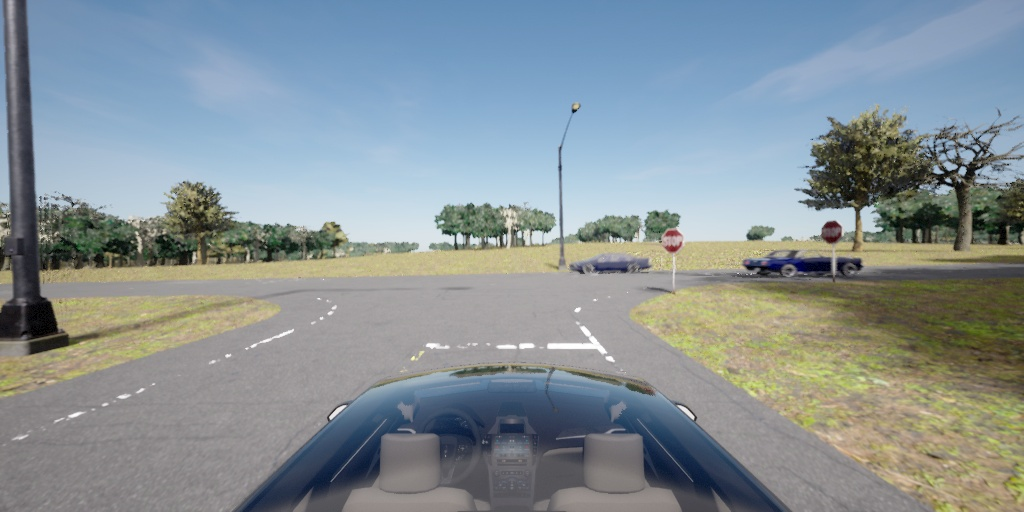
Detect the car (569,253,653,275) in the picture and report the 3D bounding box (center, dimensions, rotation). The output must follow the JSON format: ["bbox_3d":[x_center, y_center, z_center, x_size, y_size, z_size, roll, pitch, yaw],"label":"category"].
[{"bbox_3d":[6.607,0.489,24.310,5.357,1.411,2.033,-1,0,-1],"label":"car"}]

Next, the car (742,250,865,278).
[{"bbox_3d":[14.081,0.339,17.430,4.718,1.301,1.895,-1,0,-1],"label":"car"}]
